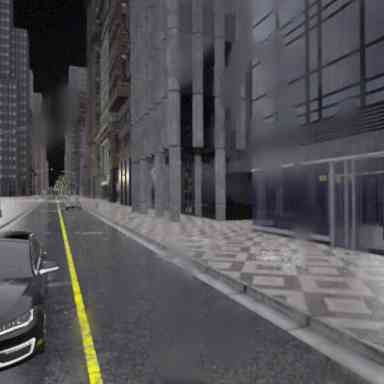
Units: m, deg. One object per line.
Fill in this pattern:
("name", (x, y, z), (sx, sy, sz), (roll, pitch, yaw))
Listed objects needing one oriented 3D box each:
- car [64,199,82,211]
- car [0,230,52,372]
("car", (-14.873, 1.548, 41.583), (2.033, 1.411, 5.357), (0, 0, -22))
("car", (-3.488, 1.506, 5.723), (1.837, 1.490, 4.892), (0, 0, -22))
